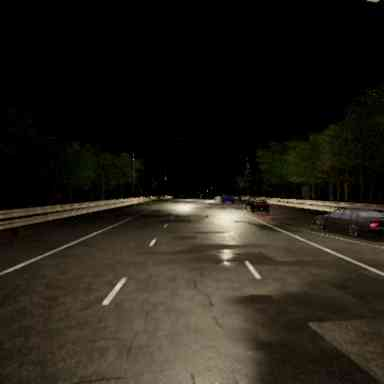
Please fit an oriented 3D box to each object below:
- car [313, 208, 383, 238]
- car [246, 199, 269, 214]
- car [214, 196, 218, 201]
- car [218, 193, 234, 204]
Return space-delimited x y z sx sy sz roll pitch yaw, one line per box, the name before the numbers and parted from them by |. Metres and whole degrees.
car | 8.693 1.568 18.026 2.033 1.411 5.357 0 0 -10
car | 7.063 1.505 36.190 2.128 1.511 4.902 0 0 -1
car | 7.158 1.755 90.660 1.812 1.442 4.674 0 -1 0
car | 7.051 1.269 66.591 2.150 2.045 5.566 0 0 0
